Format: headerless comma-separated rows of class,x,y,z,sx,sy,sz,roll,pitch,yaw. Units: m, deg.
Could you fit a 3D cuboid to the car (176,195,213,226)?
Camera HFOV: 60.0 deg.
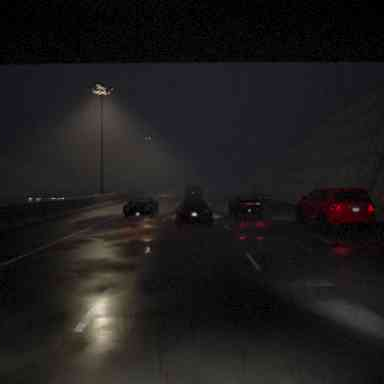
car,0.124,1.083,19.109,1.994,1.385,4.181,0,1,0

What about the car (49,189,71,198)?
car,-20.929,0.197,54.165,1.812,1.442,4.674,0,1,0

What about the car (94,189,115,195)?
car,-13.929,0.247,54.120,1.895,1.301,4.718,0,1,0

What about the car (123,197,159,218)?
car,-3.371,1.024,22.925,1.895,1.301,4.718,0,1,0

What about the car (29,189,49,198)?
car,-24.429,0.243,54.170,2.033,1.411,5.357,0,1,0

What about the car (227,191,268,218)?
car,3.630,0.904,23.338,2.128,1.511,4.902,0,1,0

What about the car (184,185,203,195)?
car,0.154,0.180,41.490,2.150,2.045,5.566,0,1,0

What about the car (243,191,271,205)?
car,7.149,0.614,37.263,2.033,1.411,5.357,0,1,0

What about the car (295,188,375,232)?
car,7.122,0.790,17.120,2.150,2.045,5.566,0,1,0

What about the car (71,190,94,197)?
car,-17.429,0.276,54.132,1.895,1.301,4.718,0,1,0
